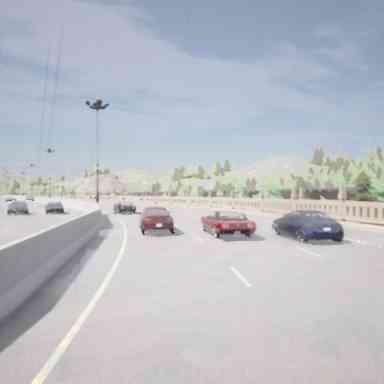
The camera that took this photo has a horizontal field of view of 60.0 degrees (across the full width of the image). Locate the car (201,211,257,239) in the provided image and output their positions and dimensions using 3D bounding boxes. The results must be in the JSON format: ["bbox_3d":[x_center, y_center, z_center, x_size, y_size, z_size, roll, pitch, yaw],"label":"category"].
[{"bbox_3d":[1.760,1.642,17.862,1.895,1.301,4.718,0,0,-10],"label":"car"}]

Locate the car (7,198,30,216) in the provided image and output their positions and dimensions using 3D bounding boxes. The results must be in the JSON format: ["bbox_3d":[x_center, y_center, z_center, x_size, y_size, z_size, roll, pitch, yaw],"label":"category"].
[{"bbox_3d":[-18.323,1.703,35.262,1.812,1.442,4.674,0,0,-24],"label":"car"}]

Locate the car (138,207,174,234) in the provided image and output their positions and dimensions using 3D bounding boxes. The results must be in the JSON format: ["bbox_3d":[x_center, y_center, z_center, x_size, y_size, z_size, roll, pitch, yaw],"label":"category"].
[{"bbox_3d":[-2.172,1.590,19.707,1.812,1.442,4.674,0,0,-11],"label":"car"}]

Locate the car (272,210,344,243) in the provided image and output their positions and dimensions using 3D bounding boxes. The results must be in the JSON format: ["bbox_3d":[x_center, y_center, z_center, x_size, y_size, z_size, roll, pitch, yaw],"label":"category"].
[{"bbox_3d":[5.523,1.585,16.329,1.994,1.385,4.181,0,0,-9],"label":"car"}]

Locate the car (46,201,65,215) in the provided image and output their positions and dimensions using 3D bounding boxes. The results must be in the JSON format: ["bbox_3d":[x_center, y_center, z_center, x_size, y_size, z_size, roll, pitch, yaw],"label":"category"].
[{"bbox_3d":[-15.110,1.715,36.749,2.033,1.411,5.357,0,0,-23],"label":"car"}]

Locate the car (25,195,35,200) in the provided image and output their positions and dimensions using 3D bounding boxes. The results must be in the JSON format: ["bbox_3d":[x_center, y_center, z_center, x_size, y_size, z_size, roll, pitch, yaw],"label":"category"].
[{"bbox_3d":[-35.400,1.491,72.503,1.812,1.442,4.674,0,0,-31],"label":"car"}]

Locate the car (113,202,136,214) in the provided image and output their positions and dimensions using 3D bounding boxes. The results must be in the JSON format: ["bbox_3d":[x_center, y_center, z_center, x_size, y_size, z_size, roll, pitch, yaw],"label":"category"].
[{"bbox_3d":[-7.699,1.738,37.632,1.895,1.301,4.718,0,0,-22],"label":"car"}]
